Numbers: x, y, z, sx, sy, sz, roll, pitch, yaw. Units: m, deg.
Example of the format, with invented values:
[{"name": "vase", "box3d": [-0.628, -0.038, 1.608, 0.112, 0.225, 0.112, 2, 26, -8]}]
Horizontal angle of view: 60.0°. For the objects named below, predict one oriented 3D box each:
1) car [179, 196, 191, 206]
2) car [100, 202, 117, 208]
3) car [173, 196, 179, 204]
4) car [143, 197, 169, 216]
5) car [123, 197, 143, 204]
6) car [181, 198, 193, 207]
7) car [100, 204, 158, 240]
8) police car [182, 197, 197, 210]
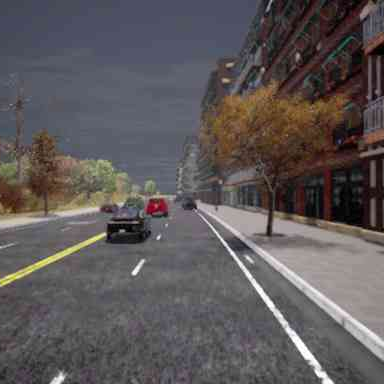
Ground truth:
[{"name": "car", "box3d": [-0.726, 1.848, 61.556, 2.150, 2.045, 5.566, 0, -1, -3]}, {"name": "car", "box3d": [-10.685, 2.005, 43.485, 1.994, 1.385, 4.181, 0, -1, -2]}, {"name": "car", "box3d": [-3.445, 2.056, 87.599, 2.150, 2.045, 5.566, 0, -1, -5]}, {"name": "car", "box3d": [-3.791, 1.592, 37.234, 2.150, 2.045, 5.566, 0, 0, -2]}, {"name": "car", "box3d": [-7.393, 1.649, 42.349, 2.150, 2.045, 5.566, 0, -1, -2]}, {"name": "car", "box3d": [-1.073, 2.040, 67.516, 2.097, 1.767, 4.553, 0, -1, -3]}, {"name": "car", "box3d": [-3.331, 1.667, 18.186, 2.128, 1.511, 4.902, 0, 0, -1]}, {"name": "police car", "box3d": [-0.216, 1.941, 51.594, 1.930, 1.638, 5.238, 0, -1, -3]}]
